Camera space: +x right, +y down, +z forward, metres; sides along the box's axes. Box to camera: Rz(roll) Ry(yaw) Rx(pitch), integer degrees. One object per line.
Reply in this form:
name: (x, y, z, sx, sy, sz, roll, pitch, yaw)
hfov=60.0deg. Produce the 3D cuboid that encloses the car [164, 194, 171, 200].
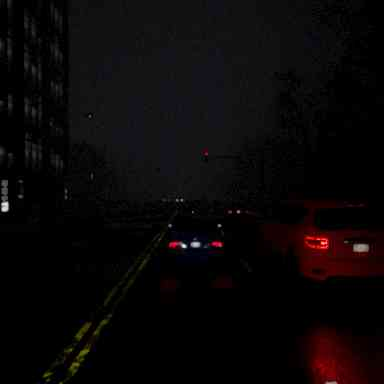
car: (-6.619, 1.300, 89.756, 2.033, 1.411, 5.357, 0, 0, 0)

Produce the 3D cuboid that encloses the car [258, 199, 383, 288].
car: (3.350, 1.195, 9.271, 2.150, 2.045, 5.566, 0, 0, 0)

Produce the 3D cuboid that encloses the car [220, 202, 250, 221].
car: (3.352, 1.475, 26.397, 2.033, 1.411, 5.357, 0, 0, 0)

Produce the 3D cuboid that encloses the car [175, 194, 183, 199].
car: (-3.368, 1.313, 89.767, 1.994, 1.385, 4.181, 0, 0, 0)

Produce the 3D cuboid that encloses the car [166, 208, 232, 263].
car: (0.101, 1.515, 11.835, 2.033, 1.411, 5.357, 0, 0, 0)

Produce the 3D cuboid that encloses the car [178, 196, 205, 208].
car: (0.103, 1.410, 29.485, 2.128, 1.511, 4.902, 0, 0, 0)
